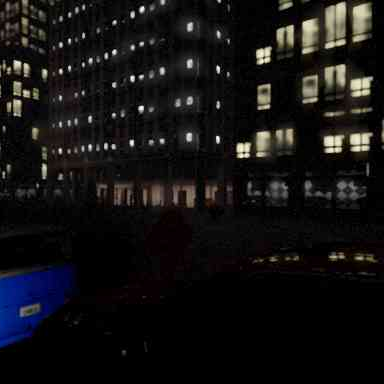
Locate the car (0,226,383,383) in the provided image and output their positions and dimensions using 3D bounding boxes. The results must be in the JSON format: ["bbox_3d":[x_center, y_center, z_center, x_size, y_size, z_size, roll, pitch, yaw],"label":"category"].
[{"bbox_3d":[0.852,1.313,2.259,5.009,1.841,2.192,0,0,36],"label":"car"}]

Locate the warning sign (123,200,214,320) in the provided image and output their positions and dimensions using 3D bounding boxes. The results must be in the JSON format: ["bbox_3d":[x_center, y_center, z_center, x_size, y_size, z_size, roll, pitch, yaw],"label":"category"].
[{"bbox_3d":[-0.407,1.100,6.095,1.060,1.860,1.300,1,0,36],"label":"warning sign"}]

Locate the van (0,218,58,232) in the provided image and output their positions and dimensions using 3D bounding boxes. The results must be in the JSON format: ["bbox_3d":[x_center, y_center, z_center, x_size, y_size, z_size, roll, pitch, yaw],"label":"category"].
[{"bbox_3d":[-3.642,1.316,5.474,3.998,1.788,1.690,0,0,36],"label":"van"}]
